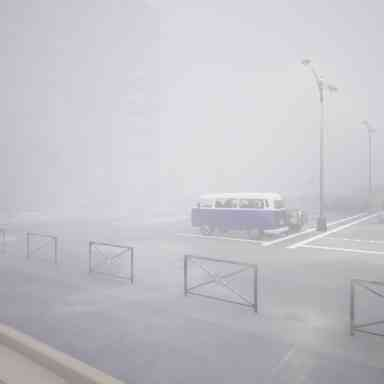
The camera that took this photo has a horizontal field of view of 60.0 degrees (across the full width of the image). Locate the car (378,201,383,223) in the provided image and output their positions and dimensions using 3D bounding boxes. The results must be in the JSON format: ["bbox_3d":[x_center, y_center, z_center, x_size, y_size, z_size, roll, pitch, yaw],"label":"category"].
[{"bbox_3d":[13.977,1.395,20.962,3.806,1.475,1.970,0,0,36],"label":"car"}]

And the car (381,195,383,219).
[{"bbox_3d":[17.224,1.153,25.499,4.605,1.855,1.932,0,0,36],"label":"car"}]

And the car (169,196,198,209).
[{"bbox_3d":[-1.763,1.436,54.470,2.128,1.511,4.902,0,0,36],"label":"car"}]

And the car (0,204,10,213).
[{"bbox_3d":[-19.452,1.492,29.948,2.033,1.411,5.357,0,0,36],"label":"car"}]

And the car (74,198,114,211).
[{"bbox_3d":[-11.875,1.422,40.491,1.882,1.535,5.008,0,0,36],"label":"car"}]
